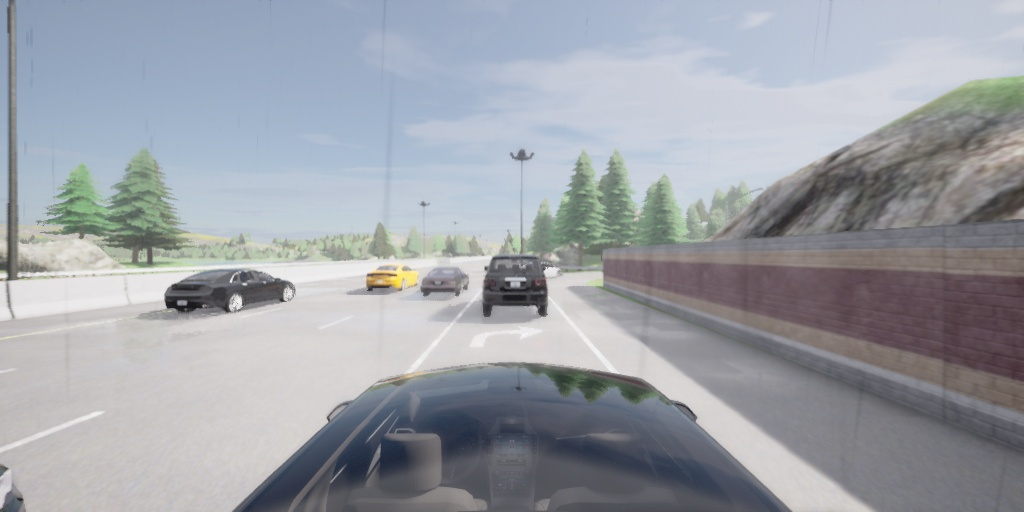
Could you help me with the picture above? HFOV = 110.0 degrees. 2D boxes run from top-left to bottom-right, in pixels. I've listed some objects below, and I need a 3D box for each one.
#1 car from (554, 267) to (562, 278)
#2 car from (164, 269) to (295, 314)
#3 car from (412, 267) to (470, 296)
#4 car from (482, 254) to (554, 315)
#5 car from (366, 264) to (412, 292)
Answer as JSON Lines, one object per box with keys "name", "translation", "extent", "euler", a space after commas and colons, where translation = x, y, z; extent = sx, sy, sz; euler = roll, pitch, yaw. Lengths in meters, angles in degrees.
{"name": "car", "translation": [2.428, 1.225, 30.510], "extent": [1.812, 1.442, 4.674], "euler": [-1, -1, 41]}
{"name": "car", "translation": [-10.396, 1.234, 13.724], "extent": [1.837, 1.490, 4.892], "euler": [0, 0, 0]}
{"name": "car", "translation": [-3.392, 1.267, 18.909], "extent": [2.033, 1.411, 5.357], "euler": [0, 0, 0]}
{"name": "car", "translation": [0.104, 0.950, 13.506], "extent": [2.150, 2.045, 5.566], "euler": [0, 0, 0]}
{"name": "car", "translation": [-6.893, 1.193, 21.204], "extent": [1.882, 1.535, 5.008], "euler": [0, 0, 0]}
